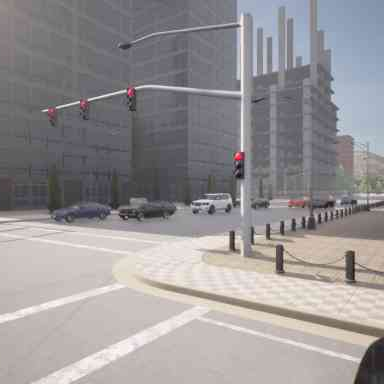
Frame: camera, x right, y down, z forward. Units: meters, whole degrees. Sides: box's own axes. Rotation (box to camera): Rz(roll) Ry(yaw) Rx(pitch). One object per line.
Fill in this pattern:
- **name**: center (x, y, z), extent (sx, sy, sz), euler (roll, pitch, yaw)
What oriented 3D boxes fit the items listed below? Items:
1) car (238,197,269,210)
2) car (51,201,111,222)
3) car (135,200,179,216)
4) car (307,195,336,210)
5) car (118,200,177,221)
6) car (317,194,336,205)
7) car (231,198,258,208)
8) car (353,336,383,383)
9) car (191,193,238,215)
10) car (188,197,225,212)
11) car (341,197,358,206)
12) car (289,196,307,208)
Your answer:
- **car**: center (8.244, 1.422, 42.747), extent (1.882, 1.535, 5.008), euler (0, 0, 36)
- **car**: center (-8.434, 1.470, 25.619), extent (1.812, 1.442, 4.674), euler (0, 0, 38)
- **car**: center (-3.355, 1.508, 32.656), extent (1.994, 1.385, 4.181), euler (0, 0, 36)
- **car**: center (16.754, 1.436, 42.265), extent (2.128, 1.511, 4.902), euler (0, 0, 36)
- **car**: center (-3.564, 1.545, 26.378), extent (1.895, 1.301, 4.718), euler (0, 0, 36)
- **car**: center (23.172, 1.297, 57.174), extent (2.097, 1.767, 4.553), euler (0, 0, 36)
- **car**: center (7.630, 1.545, 47.868), extent (1.895, 1.301, 4.718), euler (0, 0, 36)
- **car**: center (3.072, 1.564, 1.778), extent (4.181, 1.385, 1.994), euler (0, 0, 36)
- **car**: center (2.144, 1.166, 34.294), extent (2.150, 2.045, 5.566), euler (0, 0, 36)
- **car**: center (1.785, 1.436, 39.784), extent (2.128, 1.511, 4.902), euler (0, 0, 36)
- **car**: center (26.104, 1.492, 55.252), extent (2.033, 1.411, 5.357), euler (0, 0, 36)
- **car**: center (15.083, 1.298, 45.934), extent (2.097, 1.767, 4.553), euler (0, 0, 36)
